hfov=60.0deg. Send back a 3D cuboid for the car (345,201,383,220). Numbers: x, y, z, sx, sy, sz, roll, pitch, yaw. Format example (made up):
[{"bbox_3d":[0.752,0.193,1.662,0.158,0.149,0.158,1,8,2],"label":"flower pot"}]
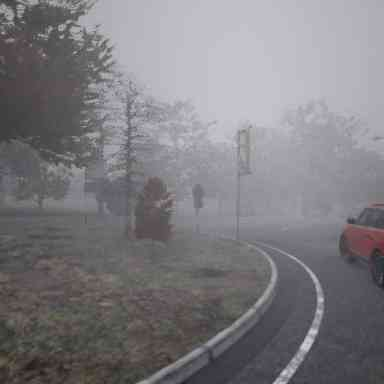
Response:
[{"bbox_3d":[20.447,2.179,38.950,5.566,2.045,2.150,4,-3,-35],"label":"car"}]

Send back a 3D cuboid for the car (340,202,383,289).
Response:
[{"bbox_3d":[5.922,1.369,9.471,2.150,2.045,5.566,0,0,11],"label":"car"}]
